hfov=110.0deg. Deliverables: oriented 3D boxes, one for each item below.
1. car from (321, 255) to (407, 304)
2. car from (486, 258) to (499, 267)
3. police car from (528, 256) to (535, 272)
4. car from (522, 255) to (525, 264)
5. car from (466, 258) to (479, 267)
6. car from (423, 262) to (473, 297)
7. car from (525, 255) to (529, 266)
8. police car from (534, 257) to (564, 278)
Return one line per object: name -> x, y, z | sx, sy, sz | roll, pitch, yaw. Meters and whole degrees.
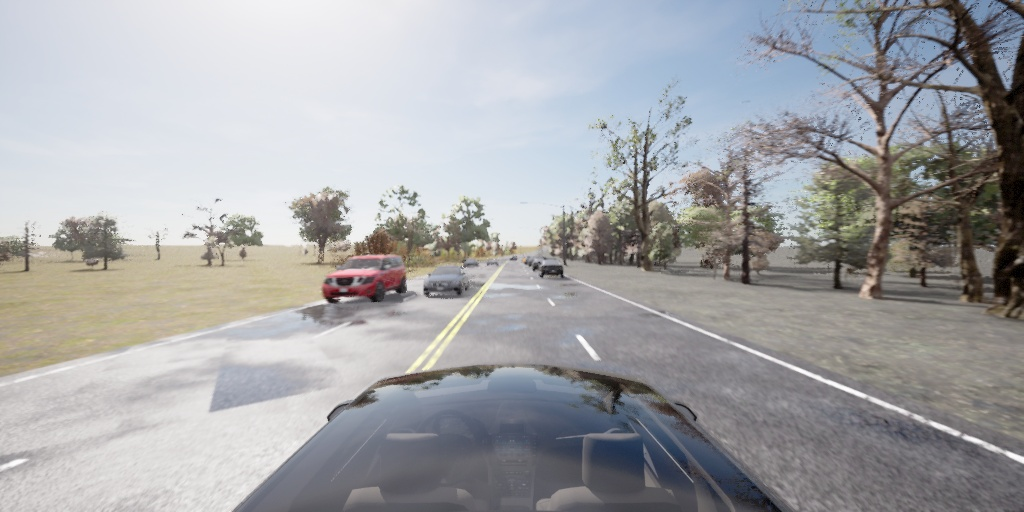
car -> -6.600, 0.968, 16.806 | 2.150, 2.045, 5.566 | -1, 0, 0
car -> -3.265, 1.047, 60.073 | 1.895, 1.301, 4.718 | -3, -1, 1
police car -> 3.280, 0.926, 41.846 | 1.930, 1.638, 5.238 | 0, 0, 0
car -> 3.283, 0.796, 63.731 | 2.033, 1.649, 4.856 | -1, 0, 0
car -> -6.506, 1.078, 58.087 | 1.994, 1.385, 4.181 | -1, 0, 1
car -> -3.349, 1.235, 18.926 | 1.812, 1.442, 4.674 | -1, 0, 0
car -> 3.274, 0.920, 52.732 | 1.882, 1.535, 5.008 | 0, 1, 0
police car -> 3.260, 0.998, 30.851 | 1.930, 1.638, 5.238 | 0, 0, 0
